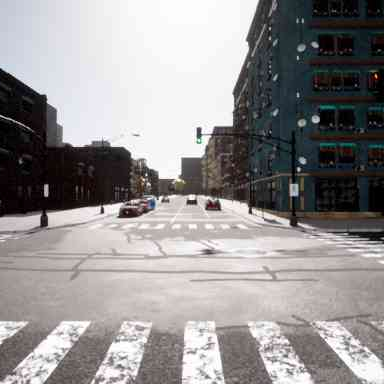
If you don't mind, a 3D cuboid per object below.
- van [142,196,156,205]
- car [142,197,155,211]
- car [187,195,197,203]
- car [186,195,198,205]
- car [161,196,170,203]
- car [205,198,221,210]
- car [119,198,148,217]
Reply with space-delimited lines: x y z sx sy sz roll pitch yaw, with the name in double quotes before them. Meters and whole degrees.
"van" -5.679 1.352 43.083 1.690 1.788 3.998 1 0 0
"car" -5.682 1.554 37.396 1.887 1.381 4.507 1 0 0
"car" -0.010 1.376 69.811 2.128 1.511 4.902 0 0 0
"car" -0.009 1.579 59.801 1.994 1.385 4.181 0 0 0
"car" -5.687 1.601 71.516 1.802 1.307 4.206 1 0 0
"car" 2.699 1.450 43.145 1.967 1.590 4.097 1 0 0
"car" -5.758 1.552 31.714 1.887 1.381 4.507 1 0 0
